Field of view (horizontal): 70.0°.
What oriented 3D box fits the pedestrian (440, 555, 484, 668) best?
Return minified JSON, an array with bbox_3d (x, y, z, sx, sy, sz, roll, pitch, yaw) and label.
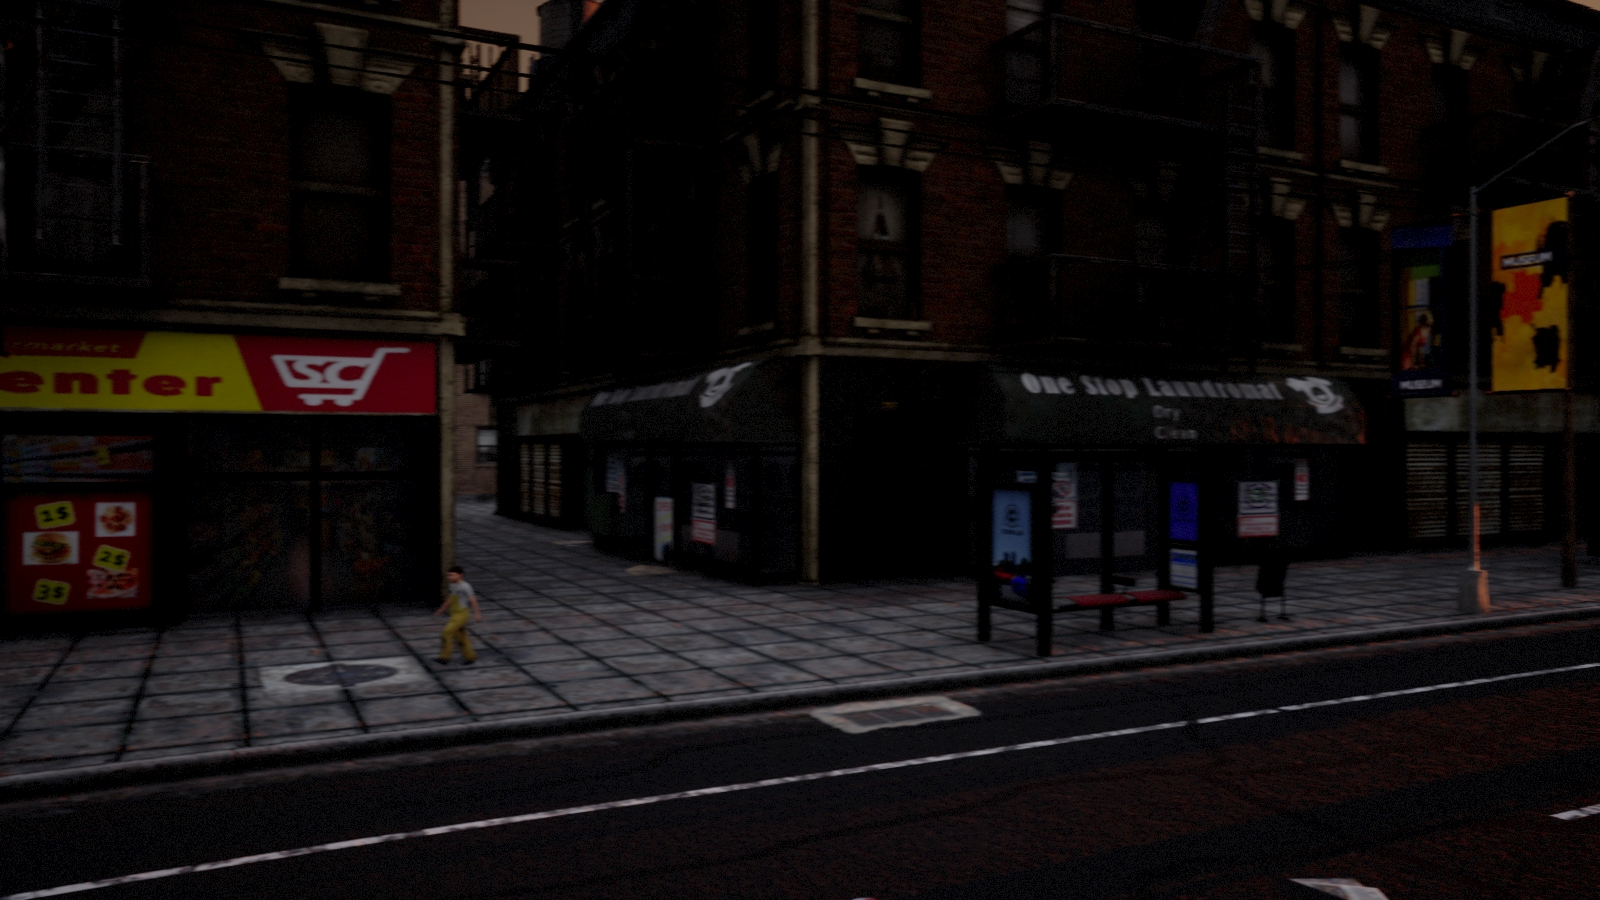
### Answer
[{"bbox_3d":[-4.119,1.959,13.915,0.375,1.300,0.375,0,0,-44],"label":"pedestrian"}]
